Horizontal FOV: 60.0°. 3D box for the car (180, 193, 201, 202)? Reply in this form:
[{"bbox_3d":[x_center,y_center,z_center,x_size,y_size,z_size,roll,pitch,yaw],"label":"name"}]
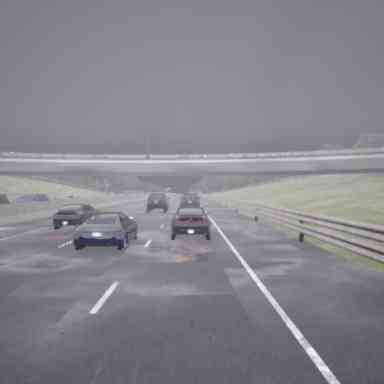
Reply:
[{"bbox_3d":[-0.188,1.141,36.611,2.150,2.045,5.566,0,0,0],"label":"car"}]

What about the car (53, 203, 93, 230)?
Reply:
[{"bbox_3d":[-7.088,1.472,20.948,1.837,1.490,4.892,0,0,0],"label":"car"}]

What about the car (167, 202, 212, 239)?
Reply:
[{"bbox_3d":[-0.063,1.470,16.980,1.837,1.490,4.892,0,0,0],"label":"car"}]

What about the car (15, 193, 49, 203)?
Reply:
[{"bbox_3d":[-17.876,1.167,36.925,2.150,2.045,5.566,0,0,0],"label":"car"}]

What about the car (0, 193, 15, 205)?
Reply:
[{"bbox_3d":[-21.368,1.177,34.805,2.150,2.045,5.566,0,0,0],"label":"car"}]

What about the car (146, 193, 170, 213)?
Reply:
[{"bbox_3d":[-3.700,1.146,36.607,2.150,2.045,5.566,0,0,-1],"label":"car"}]

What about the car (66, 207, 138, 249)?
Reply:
[{"bbox_3d":[-3.546,1.541,14.342,1.994,1.385,4.181,0,0,0],"label":"car"}]
